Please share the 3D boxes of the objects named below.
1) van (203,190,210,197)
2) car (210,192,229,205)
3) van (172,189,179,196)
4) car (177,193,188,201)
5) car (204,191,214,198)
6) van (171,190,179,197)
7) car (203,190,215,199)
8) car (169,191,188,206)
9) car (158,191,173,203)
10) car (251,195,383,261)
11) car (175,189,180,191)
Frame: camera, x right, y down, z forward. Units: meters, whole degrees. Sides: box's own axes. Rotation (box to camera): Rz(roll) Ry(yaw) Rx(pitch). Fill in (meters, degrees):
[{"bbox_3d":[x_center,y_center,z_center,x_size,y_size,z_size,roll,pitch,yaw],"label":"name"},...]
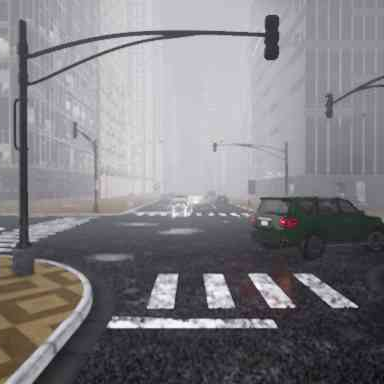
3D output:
[{"bbox_3d":[3.613,0.293,83.375,1.690,1.788,3.998,0,1,0],"label":"van"},{"bbox_3d":[3.873,1.027,44.690,1.947,1.339,4.313,0,1,0],"label":"car"},{"bbox_3d":[-4.298,0.219,88.859,1.690,1.788,3.998,0,1,0],"label":"van"},{"bbox_3d":[-1.616,0.882,58.702,1.895,1.301,4.718,0,1,0],"label":"car"},{"bbox_3d":[3.673,0.540,72.323,1.967,1.590,4.097,0,1,0],"label":"car"},{"bbox_3d":[-4.268,0.293,83.332,1.690,1.788,3.998,0,1,0],"label":"van"},{"bbox_3d":[3.704,0.489,66.793,2.192,1.841,5.009,0,1,0],"label":"car"},{"bbox_3d":[-1.571,1.009,42.922,1.812,1.442,4.674,0,1,0],"label":"car"},{"bbox_3d":[-4.086,0.973,50.173,1.802,1.307,4.206,0,1,0],"label":"car"},{"bbox_3d":[4.755,1.166,12.259,5.566,2.045,2.150,1,-1,-29],"label":"car"},{"bbox_3d":[-4.237,0.466,77.807,1.967,1.590,4.097,0,1,0],"label":"car"}]
